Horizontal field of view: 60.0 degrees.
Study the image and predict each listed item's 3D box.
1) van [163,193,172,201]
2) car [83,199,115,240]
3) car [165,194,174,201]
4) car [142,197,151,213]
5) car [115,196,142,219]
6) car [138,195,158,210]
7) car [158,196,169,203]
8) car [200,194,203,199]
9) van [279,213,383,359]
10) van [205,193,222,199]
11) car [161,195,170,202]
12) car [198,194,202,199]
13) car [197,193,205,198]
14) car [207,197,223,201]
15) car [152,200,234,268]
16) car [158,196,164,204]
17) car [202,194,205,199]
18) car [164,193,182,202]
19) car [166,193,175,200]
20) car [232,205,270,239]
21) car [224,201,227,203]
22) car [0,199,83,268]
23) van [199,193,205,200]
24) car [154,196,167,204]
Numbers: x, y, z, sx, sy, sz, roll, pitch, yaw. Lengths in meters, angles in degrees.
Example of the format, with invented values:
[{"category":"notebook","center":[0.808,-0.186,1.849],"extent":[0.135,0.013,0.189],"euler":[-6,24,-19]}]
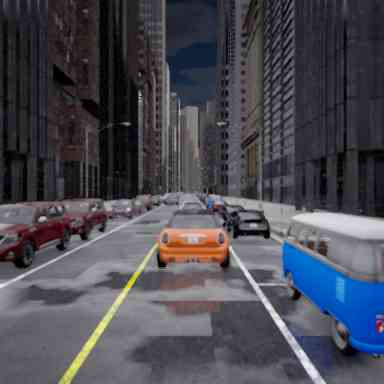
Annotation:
[{"category":"van","center":[-5.751,1.252,78.710],"extent":[1.690,1.788,3.998],"euler":[0,0,0]},{"category":"car","center":[-5.758,1.287,17.005],"extent":[2.192,1.841,5.009],"euler":[0,0,0]},{"category":"car","center":[-5.750,1.348,84.320],"extent":[1.967,1.590,4.097],"euler":[0,0,0]},{"category":"car","center":[-5.757,1.501,33.835],"extent":[2.008,1.369,4.403],"euler":[0,0,0]},{"category":"car","center":[-5.757,1.397,28.225],"extent":[1.967,1.590,4.097],"euler":[0,0,0]},{"category":"car","center":[-5.756,1.258,39.444],"extent":[2.192,1.841,5.009],"euler":[0,0,0]},{"category":"car","center":[-5.753,1.499,67.492],"extent":[1.802,1.307,4.206],"euler":[0,0,0]},{"category":"car","center":[2.771,1.492,56.285],"extent":[1.947,1.339,4.313],"euler":[0,0,0]},{"category":"van","center":[2.765,1.331,5.803],"extent":[1.690,1.788,3.998],"euler":[0,0,0]},{"category":"van","center":[2.769,1.284,39.458],"extent":[1.690,1.788,3.998],"euler":[0,0,0]},{"category":"car","center":[-5.752,1.440,72.931],"extent":[1.752,1.417,4.829],"euler":[0,0,0]},{"category":"car","center":[2.772,1.500,67.503],"extent":[1.802,1.307,4.206],"euler":[0,0,0]},{"category":"car","center":[2.773,1.229,73.112],"extent":[2.192,1.841,5.009],"euler":[0,0,0]},{"category":"car","center":[2.768,1.495,33.849],"extent":[1.887,1.381,4.507],"euler":[0,0,0]},{"category":"car","center":[0.056,1.334,11.301],"extent":[2.097,1.767,4.553],"euler":[0,0,1]},{"category":"car","center":[-5.755,1.497,50.663],"extent":[1.947,1.339,4.313],"euler":[0,0,0]},{"category":"car","center":[2.770,1.377,45.067],"extent":[1.967,1.590,4.097],"euler":[0,0,0]},{"category":"car","center":[-3.068,1.282,52.128],"extent":[2.097,1.767,4.553],"euler":[0,0,0]},{"category":"car","center":[-5.750,1.221,89.929],"extent":[2.192,1.841,5.009],"euler":[0,0,0]},{"category":"car","center":[2.766,1.538,17.021],"extent":[1.947,1.339,4.313],"euler":[0,0,0]},{"category":"car","center":[2.767,1.531,22.631],"extent":[1.947,1.339,4.313],"euler":[0,0,0]},{"category":"car","center":[-5.759,1.296,11.397],"extent":[2.192,1.841,5.009],"euler":[0,0,0]},{"category":"van","center":[2.776,1.244,95.549],"extent":[1.690,1.788,3.998],"euler":[0,0,0]},{"category":"car","center":[-5.753,1.472,61.882],"extent":[2.008,1.369,4.403],"euler":[0,0,0]}]
